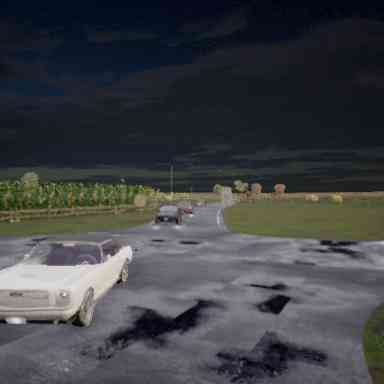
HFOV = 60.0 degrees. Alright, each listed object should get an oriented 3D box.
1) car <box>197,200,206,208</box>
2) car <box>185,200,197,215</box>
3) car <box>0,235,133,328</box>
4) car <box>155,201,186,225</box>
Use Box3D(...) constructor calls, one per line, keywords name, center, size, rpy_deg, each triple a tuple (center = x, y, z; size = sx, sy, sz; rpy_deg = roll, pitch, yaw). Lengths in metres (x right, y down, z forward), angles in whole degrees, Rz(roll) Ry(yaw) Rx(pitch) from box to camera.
Box3D(name="car", center=(1.745, 2.284, 65.572), size=(2.128, 1.511, 4.902), rpy_deg=(0, -1, 8))
Box3D(name="car", center=(-0.852, 1.877, 41.826), size=(2.097, 1.767, 4.553), rpy_deg=(0, -1, 5))
Box3D(name="car", center=(-2.661, 1.697, 7.313), size=(1.895, 1.301, 4.718), rpy_deg=(0, -1, 1))
Box3D(name="car", center=(-1.860, 1.836, 28.008), size=(1.882, 1.535, 5.008), rpy_deg=(0, -1, 3))
